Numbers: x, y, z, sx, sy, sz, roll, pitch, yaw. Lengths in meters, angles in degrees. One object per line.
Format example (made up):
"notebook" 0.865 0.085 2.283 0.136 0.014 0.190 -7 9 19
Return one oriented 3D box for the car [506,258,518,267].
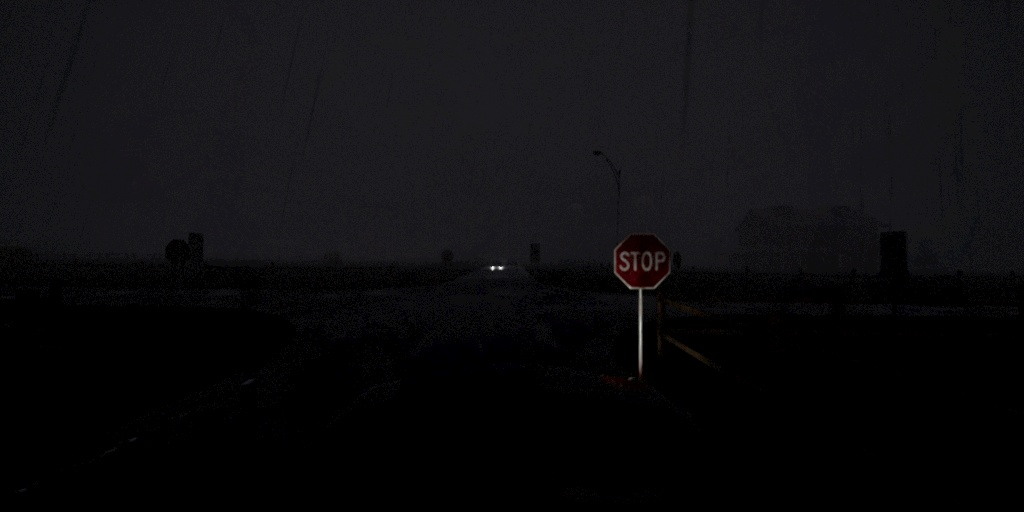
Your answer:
"car" 0.002 1.140 61.862 1.994 1.385 4.181 0 0 0
